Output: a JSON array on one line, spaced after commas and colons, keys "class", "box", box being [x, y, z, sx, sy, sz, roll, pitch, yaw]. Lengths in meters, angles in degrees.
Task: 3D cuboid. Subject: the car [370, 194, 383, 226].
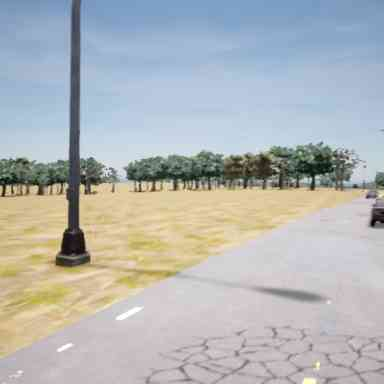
[{"class": "car", "box": [11.848, 1.174, 19.951, 1.882, 1.535, 5.008, 2, 2, 30]}]

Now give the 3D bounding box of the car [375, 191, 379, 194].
[{"class": "car", "box": [20.109, 0.910, 33.935, 1.882, 1.535, 5.008, 2, 2, 32]}]

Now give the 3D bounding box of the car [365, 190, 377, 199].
[{"class": "car", "box": [31.517, 0.421, 58.023, 1.837, 1.490, 4.892, 2, 2, 32]}]
